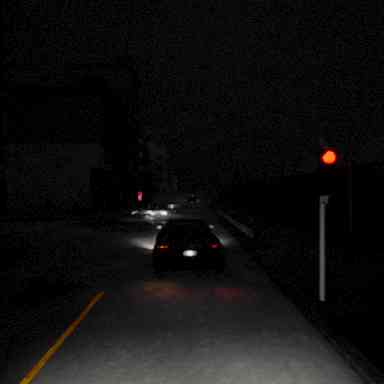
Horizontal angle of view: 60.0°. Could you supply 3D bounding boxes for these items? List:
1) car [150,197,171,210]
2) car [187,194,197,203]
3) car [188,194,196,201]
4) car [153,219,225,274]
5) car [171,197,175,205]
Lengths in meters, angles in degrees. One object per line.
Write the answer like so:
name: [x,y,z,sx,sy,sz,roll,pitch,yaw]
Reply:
car: [-4.094,1.541,41.406,1.895,1.301,4.718,0,0,0]
car: [-0.013,1.397,68.073,2.128,1.511,4.902,0,0,0]
car: [-0.018,1.197,78.493,1.882,1.535,5.008,0,0,0]
car: [-0.190,1.549,10.600,1.994,1.385,4.181,0,0,-4]
car: [-4.061,1.517,57.603,1.895,1.301,4.718,0,0,0]
